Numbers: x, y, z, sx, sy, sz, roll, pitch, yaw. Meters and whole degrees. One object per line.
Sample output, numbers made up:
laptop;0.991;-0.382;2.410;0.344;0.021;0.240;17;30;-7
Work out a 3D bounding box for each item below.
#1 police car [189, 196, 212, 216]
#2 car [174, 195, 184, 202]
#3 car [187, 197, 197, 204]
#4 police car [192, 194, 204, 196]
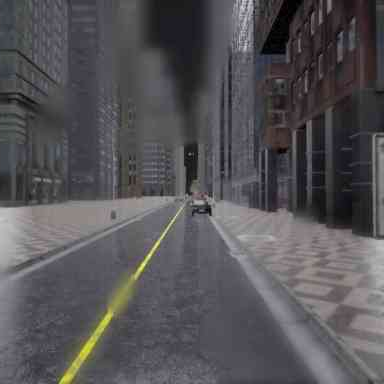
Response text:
police car;0.899;1.462;32.701;1.930;1.638;5.238;0;0;0
car;-3.001;1.572;75.924;1.837;1.490;4.892;0;0;0
car;-0.001;1.720;68.652;2.033;1.411;5.357;0;0;0
police car;0.899;1.490;42.703;1.930;1.638;5.238;0;0;0
